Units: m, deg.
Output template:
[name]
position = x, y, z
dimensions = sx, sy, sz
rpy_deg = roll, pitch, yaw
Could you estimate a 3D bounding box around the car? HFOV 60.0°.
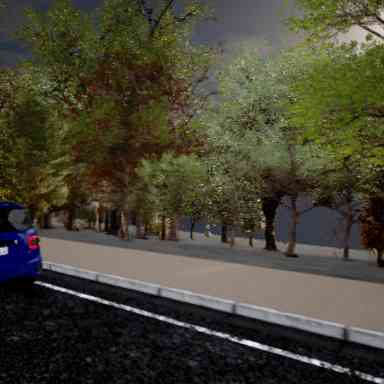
[car]
position = -5.795, 1.233, 7.775
dimensions = 5.566, 2.045, 2.150
rpy_deg = -1, 0, 35
